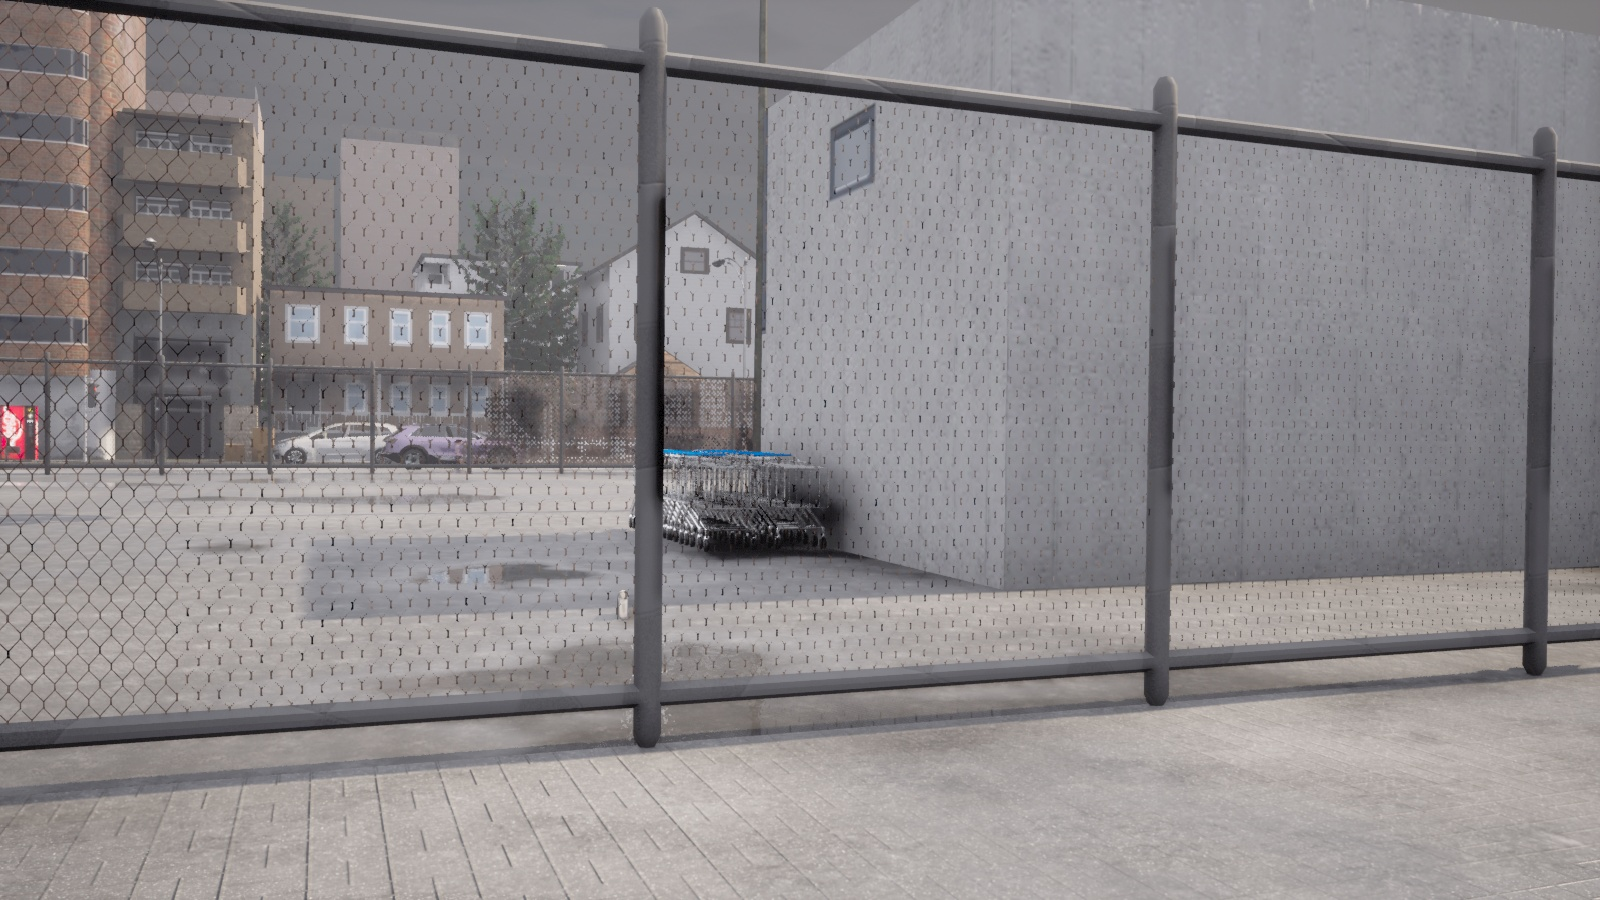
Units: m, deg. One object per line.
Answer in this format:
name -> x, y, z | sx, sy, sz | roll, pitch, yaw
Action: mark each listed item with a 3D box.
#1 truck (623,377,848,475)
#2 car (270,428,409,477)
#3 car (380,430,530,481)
truck -> -2.431, -0.924, 47.105 | 7.936, 3.462, 2.891 | -1, 1, -18
car -> -16.789, 0.077, 45.866 | 4.611, 1.667, 2.242 | -1, 1, -20
car -> -11.962, 0.150, 43.462 | 4.856, 1.649, 2.033 | -1, 1, -19
